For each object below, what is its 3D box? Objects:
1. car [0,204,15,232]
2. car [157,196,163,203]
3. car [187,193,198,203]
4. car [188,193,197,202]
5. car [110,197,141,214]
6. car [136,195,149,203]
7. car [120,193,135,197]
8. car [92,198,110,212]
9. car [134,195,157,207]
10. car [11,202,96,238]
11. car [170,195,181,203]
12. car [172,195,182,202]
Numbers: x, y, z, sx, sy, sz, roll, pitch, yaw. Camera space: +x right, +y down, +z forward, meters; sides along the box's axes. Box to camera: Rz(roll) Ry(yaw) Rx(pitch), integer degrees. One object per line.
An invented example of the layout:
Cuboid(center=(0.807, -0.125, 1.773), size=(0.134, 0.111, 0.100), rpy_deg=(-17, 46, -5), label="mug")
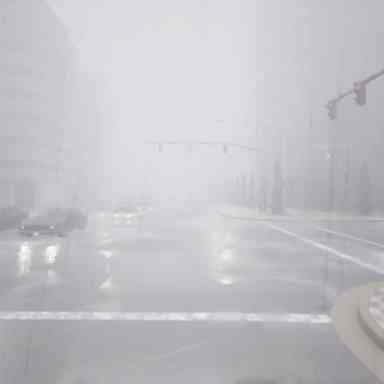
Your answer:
Cuboid(center=(-10.575, 1.443, 17.742), size=(1.882, 1.535, 5.008), rpy_deg=(0, 0, 0), label="car")
Cuboid(center=(-6.922, 1.503, 66.460), size=(1.812, 1.442, 4.674), rpy_deg=(0, 0, 1), label="car")
Cuboid(center=(0.099, 1.524, 66.160), size=(2.033, 1.411, 5.357), rpy_deg=(0, 0, 0), label="car")
Cuboid(center=(0.114, 1.175, 76.260), size=(2.150, 2.045, 5.566), rpy_deg=(0, 0, 0), label="car")
Cuboid(center=(-7.044, 1.550, 35.581), size=(1.994, 1.385, 4.181), rpy_deg=(0, 0, 0), label="car")
Cuboid(center=(-10.395, 1.440, 69.989), size=(1.882, 1.535, 5.008), rpy_deg=(0, 0, 0), label="car")
Cuboid(center=(-10.506, 1.200, 54.939), size=(2.150, 2.045, 5.566), rpy_deg=(0, 0, 0), label="car")
Cuboid(center=(-10.540, 1.491, 38.247), size=(1.837, 1.490, 4.892), rpy_deg=(0, 0, 0), label="car")
Cuboid(center=(-7.014, 1.334, 51.020), size=(2.097, 1.767, 4.553), rpy_deg=(0, 0, 0), label="car")
Cuboid(center=(-7.075, 1.510, 17.772), size=(2.033, 1.411, 5.357), rpy_deg=(0, 0, 0), label="car")
Cuboid(center=(-3.400, 1.482, 66.735), size=(1.837, 1.490, 4.892), rpy_deg=(0, 0, 0), label="car")
Cuboid(center=(-3.386, 1.468, 76.062), size=(2.128, 1.511, 4.902), rpy_deg=(0, 0, 0), label="car")
